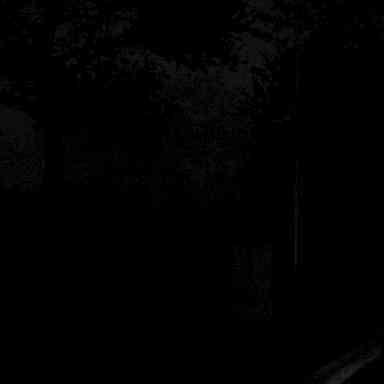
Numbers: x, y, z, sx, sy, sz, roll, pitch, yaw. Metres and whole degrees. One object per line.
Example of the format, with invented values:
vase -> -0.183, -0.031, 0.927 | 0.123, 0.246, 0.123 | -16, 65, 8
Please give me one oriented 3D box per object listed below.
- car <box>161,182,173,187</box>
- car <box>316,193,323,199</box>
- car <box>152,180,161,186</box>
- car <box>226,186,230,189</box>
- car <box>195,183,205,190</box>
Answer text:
car -> -5.956, -1.929, 93.089 | 2.163, 1.488, 4.792 | 4, 1, 23
car -> 29.767, 1.050, 78.097 | 2.163, 1.488, 4.792 | 5, 1, 23
car -> -8.510, -2.127, 94.161 | 2.163, 1.488, 4.792 | 4, 1, 23
car -> 9.441, -0.749, 86.862 | 1.946, 1.575, 5.366 | 5, 1, 23
car -> 1.727, -1.333, 89.929 | 2.163, 1.488, 4.792 | 4, 1, 23
